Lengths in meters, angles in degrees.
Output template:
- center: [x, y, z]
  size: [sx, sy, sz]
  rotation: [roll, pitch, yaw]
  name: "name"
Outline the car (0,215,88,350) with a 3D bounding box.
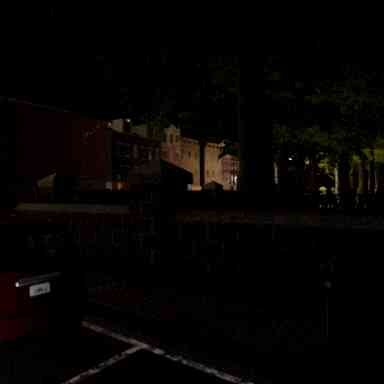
- center: [-3.860, 1.309, 5.587]
  size: [5.009, 1.841, 2.192]
  rotation: [0, -1, 36]
  name: "car"
